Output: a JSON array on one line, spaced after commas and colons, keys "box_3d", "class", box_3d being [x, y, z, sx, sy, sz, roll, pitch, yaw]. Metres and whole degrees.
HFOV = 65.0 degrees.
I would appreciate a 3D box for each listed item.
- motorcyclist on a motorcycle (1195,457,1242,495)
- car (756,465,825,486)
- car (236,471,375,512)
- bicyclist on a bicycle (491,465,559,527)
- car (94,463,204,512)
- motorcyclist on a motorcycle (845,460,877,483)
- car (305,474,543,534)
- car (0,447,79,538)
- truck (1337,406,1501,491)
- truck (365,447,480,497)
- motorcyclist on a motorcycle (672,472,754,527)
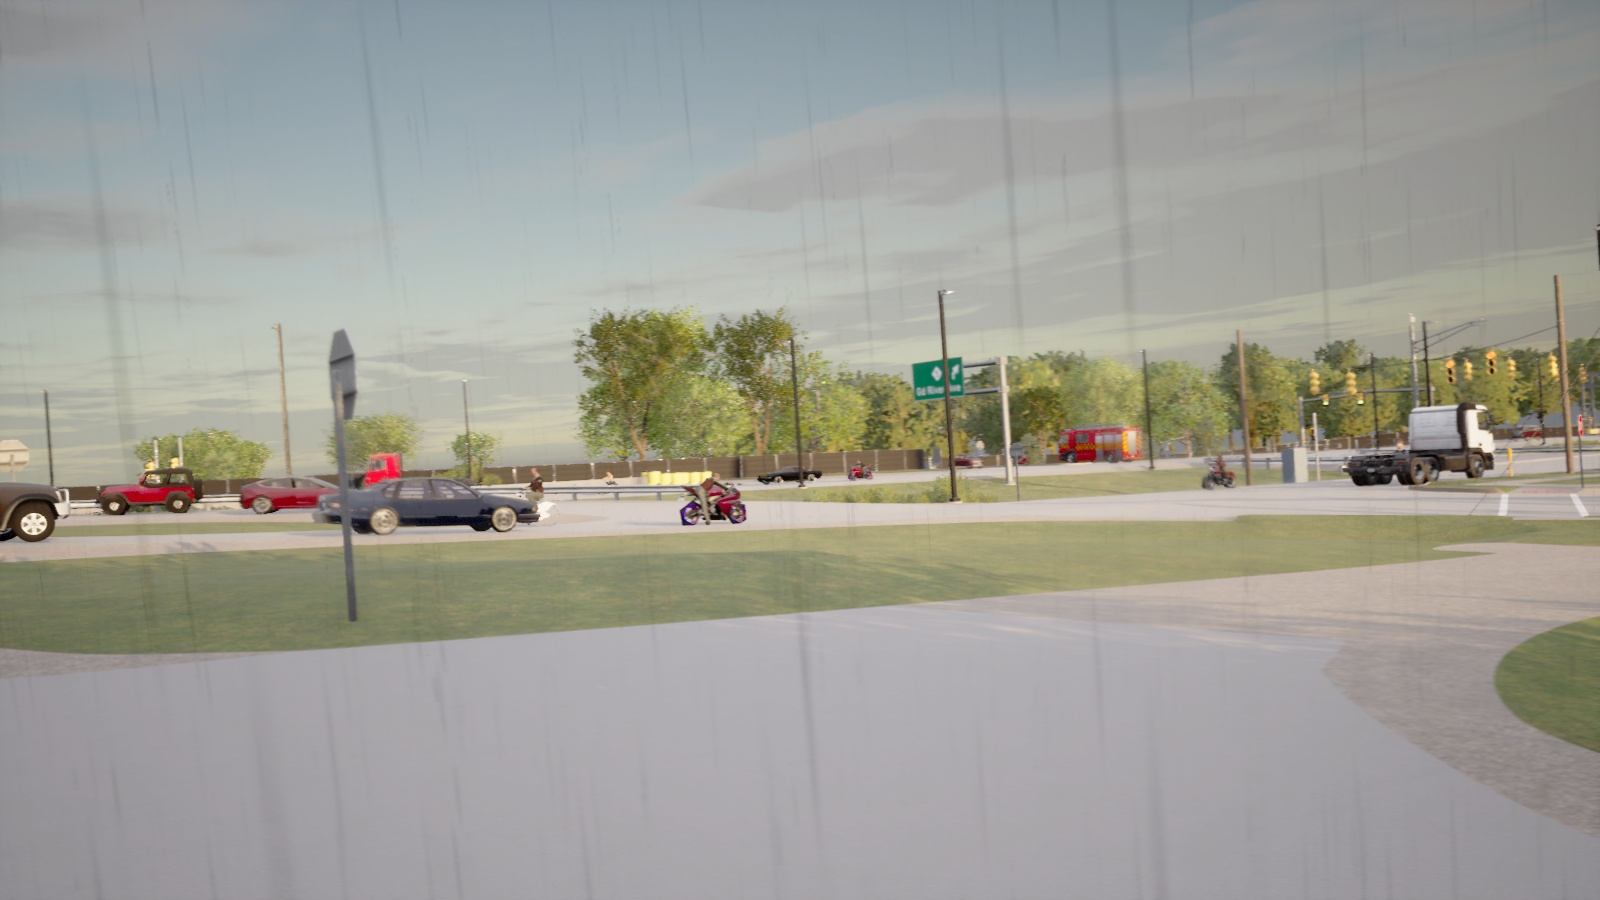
[{"box_3d": [19.308, 1.183, 57.932, 2.350, 1.649, 0.766, -2, -1, -36], "class": "motorcyclist on a motorcycle"}, {"box_3d": [-0.694, 1.827, 90.816, 4.718, 1.301, 1.895, -2, -1, -35], "class": "car"}, {"box_3d": [-19.506, 1.617, 49.753, 4.792, 1.488, 2.163, 0, 0, -10], "class": "car"}, {"box_3d": [-8.038, 1.342, 36.776, 1.843, 1.776, 0.659, 1, -3, -37], "class": "bicyclist on a bicycle"}, {"box_3d": [-26.729, 1.524, 51.687, 3.866, 1.878, 1.905, -1, -1, -22], "class": "car"}, {"box_3d": [4.363, 1.533, 90.077, 2.191, 1.530, 0.866, -2, -1, -35], "class": "motorcyclist on a motorcycle"}, {"box_3d": [-9.365, 1.334, 31.525, 5.357, 1.411, 2.033, 1, -3, -34], "class": "car"}, {"box_3d": [-17.628, 0.874, 25.657, 1.932, 1.855, 4.605, -2, -3, 38], "class": "car"}, {"box_3d": [27.179, -0.087, 54.995, 7.936, 3.462, 2.891, -1, -1, -36], "class": "truck"}, {"box_3d": [-28.341, 1.659, 94.624, 7.936, 3.462, 2.891, -2, 0, -9], "class": "truck"}, {"box_3d": [-2.502, 1.424, 36.156, 2.191, 1.530, 0.866, 0, -2, -34], "class": "motorcyclist on a motorcycle"}]
